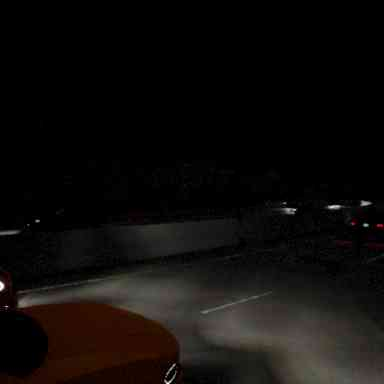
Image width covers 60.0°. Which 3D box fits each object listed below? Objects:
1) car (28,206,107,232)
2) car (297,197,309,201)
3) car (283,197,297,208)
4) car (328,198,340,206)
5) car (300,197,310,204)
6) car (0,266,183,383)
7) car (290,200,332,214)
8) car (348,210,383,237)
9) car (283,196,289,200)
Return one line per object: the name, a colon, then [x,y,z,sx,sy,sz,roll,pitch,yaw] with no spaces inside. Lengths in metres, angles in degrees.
car: [-7.578,1.618,20.538,4.674,1.442,1.812,0,0,-41]
car: [15.200,1.785,42.828,1.812,1.442,4.674,0,-1,28]
car: [16.344,1.913,53.244,1.994,1.385,4.181,0,-1,23]
car: [27.573,1.940,65.090,2.128,1.511,4.902,0,0,14]
car: [27.464,2.029,81.003,1.882,1.535,5.008,0,0,12]
car: [-2.364,1.487,2.239,5.008,1.535,1.882,0,0,-35]
car: [10.616,1.726,29.524,1.994,1.385,4.181,0,-1,37]
car: [9.955,1.634,17.574,2.033,1.411,5.357,0,0,43]
car: [26.207,1.907,91.741,2.097,1.767,4.553,0,0,12]
